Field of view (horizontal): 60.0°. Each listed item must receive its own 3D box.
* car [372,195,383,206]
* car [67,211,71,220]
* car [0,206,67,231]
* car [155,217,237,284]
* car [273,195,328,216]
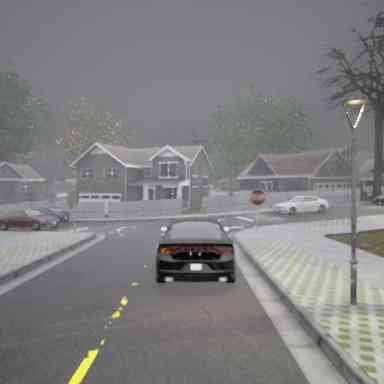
[{"bbox_3d":[19.296,0.521,31.037,5.357,1.411,2.033,-2,2,-25],"label":"car"},{"bbox_3d":[-11.772,1.873,26.275,4.674,1.442,1.812,-2,0,20],"label":"car"},{"bbox_3d":[-11.271,1.874,22.824,4.674,1.442,1.812,-2,0,21],"label":"car"},{"bbox_3d":[0.091,1.448,9.490,1.882,1.535,5.008,0,0,0],"label":"car"},{"bbox_3d":[8.544,0.982,26.078,4.674,1.442,1.812,-3,2,-23],"label":"car"}]
